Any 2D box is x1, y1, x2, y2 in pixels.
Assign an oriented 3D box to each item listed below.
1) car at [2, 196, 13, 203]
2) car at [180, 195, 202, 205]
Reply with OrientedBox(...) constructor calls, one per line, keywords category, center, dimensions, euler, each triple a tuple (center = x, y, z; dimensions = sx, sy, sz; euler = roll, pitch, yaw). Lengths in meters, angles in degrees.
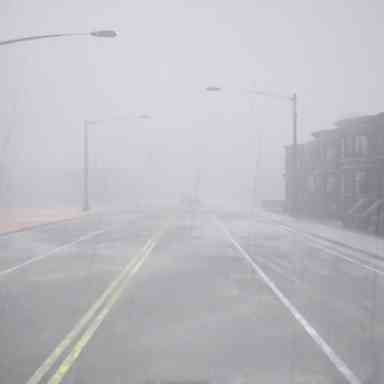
OrientedBox(category="car", center=(-46.111, 1.884, 80.000), dimensions=(3.806, 1.475, 1.970), euler=(-1, 0, -1))
OrientedBox(category="car", center=(-0.212, 1.417, 60.133), dimensions=(2.097, 1.767, 4.553), euler=(0, 0, -34))
